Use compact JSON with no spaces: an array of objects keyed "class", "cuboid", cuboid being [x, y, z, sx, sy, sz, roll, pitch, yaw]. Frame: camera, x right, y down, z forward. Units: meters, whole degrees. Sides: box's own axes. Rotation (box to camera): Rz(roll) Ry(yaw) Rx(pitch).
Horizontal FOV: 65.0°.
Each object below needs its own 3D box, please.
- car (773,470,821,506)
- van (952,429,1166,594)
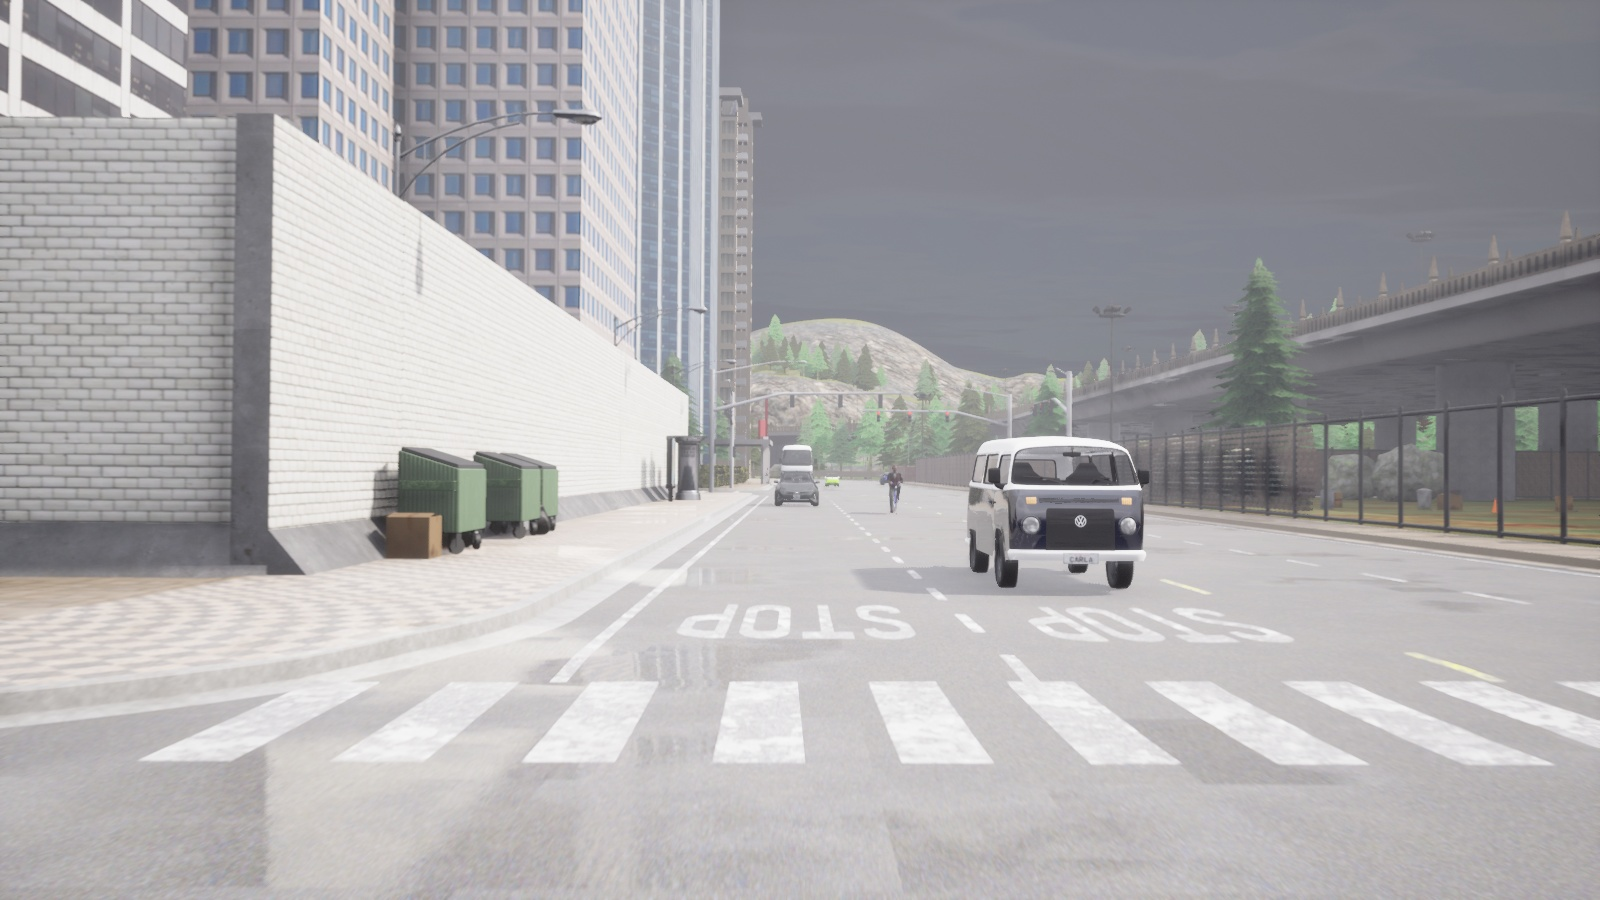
[{"class":"car","cuboid":[-0.123,1.653,55.259,2.007,1.525,4.514,0,-1,0]},{"class":"van","cuboid":[3.463,0.793,17.699,2.069,2.038,4.480,0,-1,0]}]
